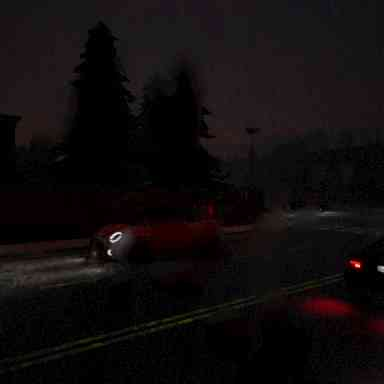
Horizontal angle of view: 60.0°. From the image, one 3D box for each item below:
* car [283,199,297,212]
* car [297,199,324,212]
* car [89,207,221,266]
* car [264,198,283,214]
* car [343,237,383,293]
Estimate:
[{"bbox_3d":[9.060,1.491,38.287,2.128,1.511,4.902,0,0,-35],"label":"car"},{"bbox_3d":[12.744,1.547,39.139,2.033,1.411,5.357,0,0,-35],"label":"car"},{"bbox_3d":[-1.204,1.352,11.696,4.553,1.767,2.097,0,0,-35],"label":"car"},{"bbox_3d":[6.806,1.478,35.411,1.882,1.535,5.008,0,0,-35],"label":"car"},{"bbox_3d":[5.770,1.547,7.888,5.357,1.411,2.033,0,0,-35],"label":"car"}]
